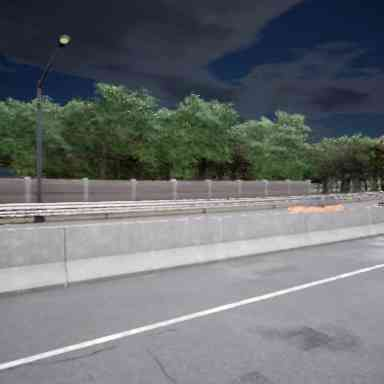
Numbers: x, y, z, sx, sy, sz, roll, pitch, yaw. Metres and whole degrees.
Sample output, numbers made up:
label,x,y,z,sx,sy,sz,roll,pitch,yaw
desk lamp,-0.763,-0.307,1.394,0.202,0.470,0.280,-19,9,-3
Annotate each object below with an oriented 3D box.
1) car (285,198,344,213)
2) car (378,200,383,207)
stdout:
label,x,y,z,sx,sy,sz,roll,pitch,yaw
car,8.334,1.233,22.589,4.553,1.767,2.097,-1,1,-34
car,22.636,1.033,36.471,5.357,1.411,2.033,-2,1,-33
